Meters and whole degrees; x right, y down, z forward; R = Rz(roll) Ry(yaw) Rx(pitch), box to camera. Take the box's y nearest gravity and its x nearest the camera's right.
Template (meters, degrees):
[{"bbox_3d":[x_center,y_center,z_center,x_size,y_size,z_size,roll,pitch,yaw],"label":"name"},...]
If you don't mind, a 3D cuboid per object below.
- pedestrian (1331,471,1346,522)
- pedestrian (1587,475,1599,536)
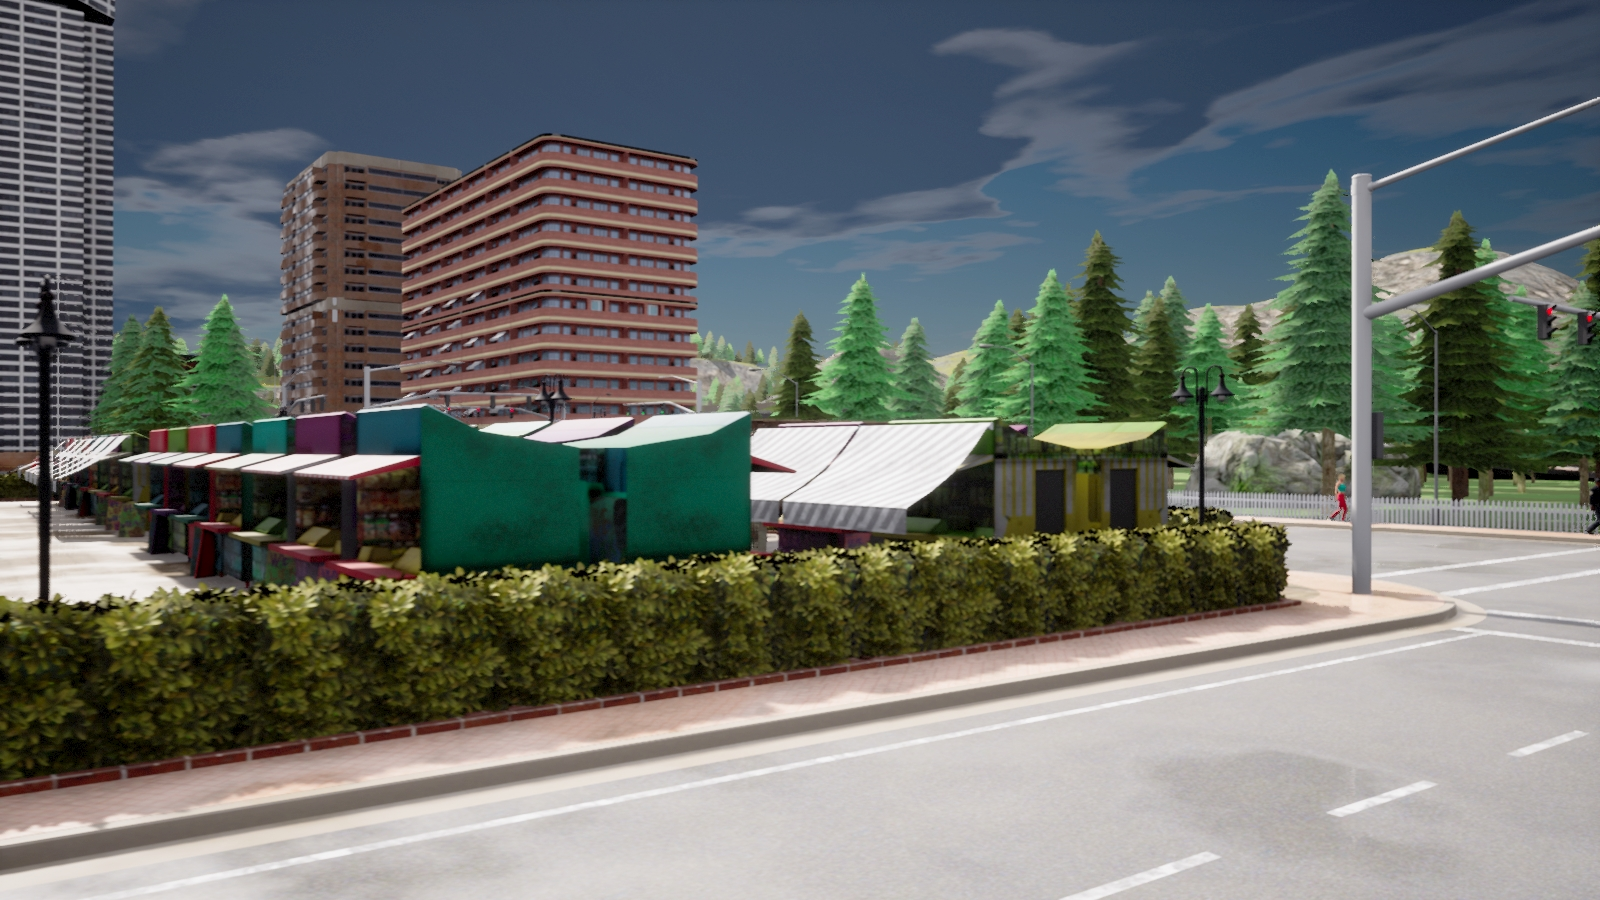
[{"bbox_3d":[19.846,1.720,42.116,0.375,1.860,0.375,0,0,-37],"label":"pedestrian"},{"bbox_3d":[24.696,1.721,35.434,0.375,1.860,0.375,0,0,-31],"label":"pedestrian"}]
